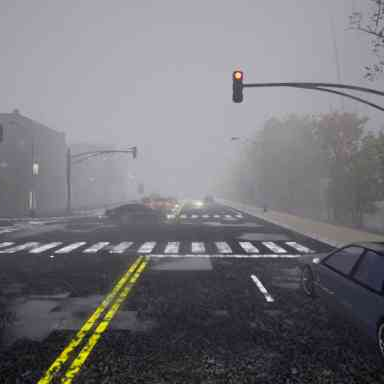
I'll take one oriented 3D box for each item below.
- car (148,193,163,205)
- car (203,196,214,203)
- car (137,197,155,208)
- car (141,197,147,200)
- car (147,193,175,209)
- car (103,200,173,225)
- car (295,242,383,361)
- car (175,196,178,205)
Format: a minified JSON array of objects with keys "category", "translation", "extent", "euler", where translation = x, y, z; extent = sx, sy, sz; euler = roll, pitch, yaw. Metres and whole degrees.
[{"category":"car","translation":[-6.627,1.217,60.516],"extent":[2.150,2.045,5.566],"euler":[0,0,0]},{"category":"car","translation":[3.279,1.470,66.832],"extent":[1.882,1.535,5.008],"euler":[0,0,0]},{"category":"car","translation":[-6.623,1.499,48.422],"extent":[1.837,1.490,4.892],"euler":[0,0,0]},{"category":"car","translation":[-6.603,1.558,38.027],"extent":[1.994,1.385,4.181],"euler":[0,0,0]},{"category":"car","translation":[-3.350,1.347,36.509],"extent":[2.097,1.767,4.553],"euler":[0,0,0]},{"category":"car","translation":[-4.063,1.520,24.073],"extent":[4.674,1.442,1.812],"euler":[0,1,-36]},{"category":"car","translation":[3.353,1.546,5.448],"extent":[2.033,1.411,5.357],"euler":[0,0,0]},{"category":"car","translation":[-3.370,1.500,45.970],"extent":[1.837,1.490,4.892],"euler":[0,0,0]}]
